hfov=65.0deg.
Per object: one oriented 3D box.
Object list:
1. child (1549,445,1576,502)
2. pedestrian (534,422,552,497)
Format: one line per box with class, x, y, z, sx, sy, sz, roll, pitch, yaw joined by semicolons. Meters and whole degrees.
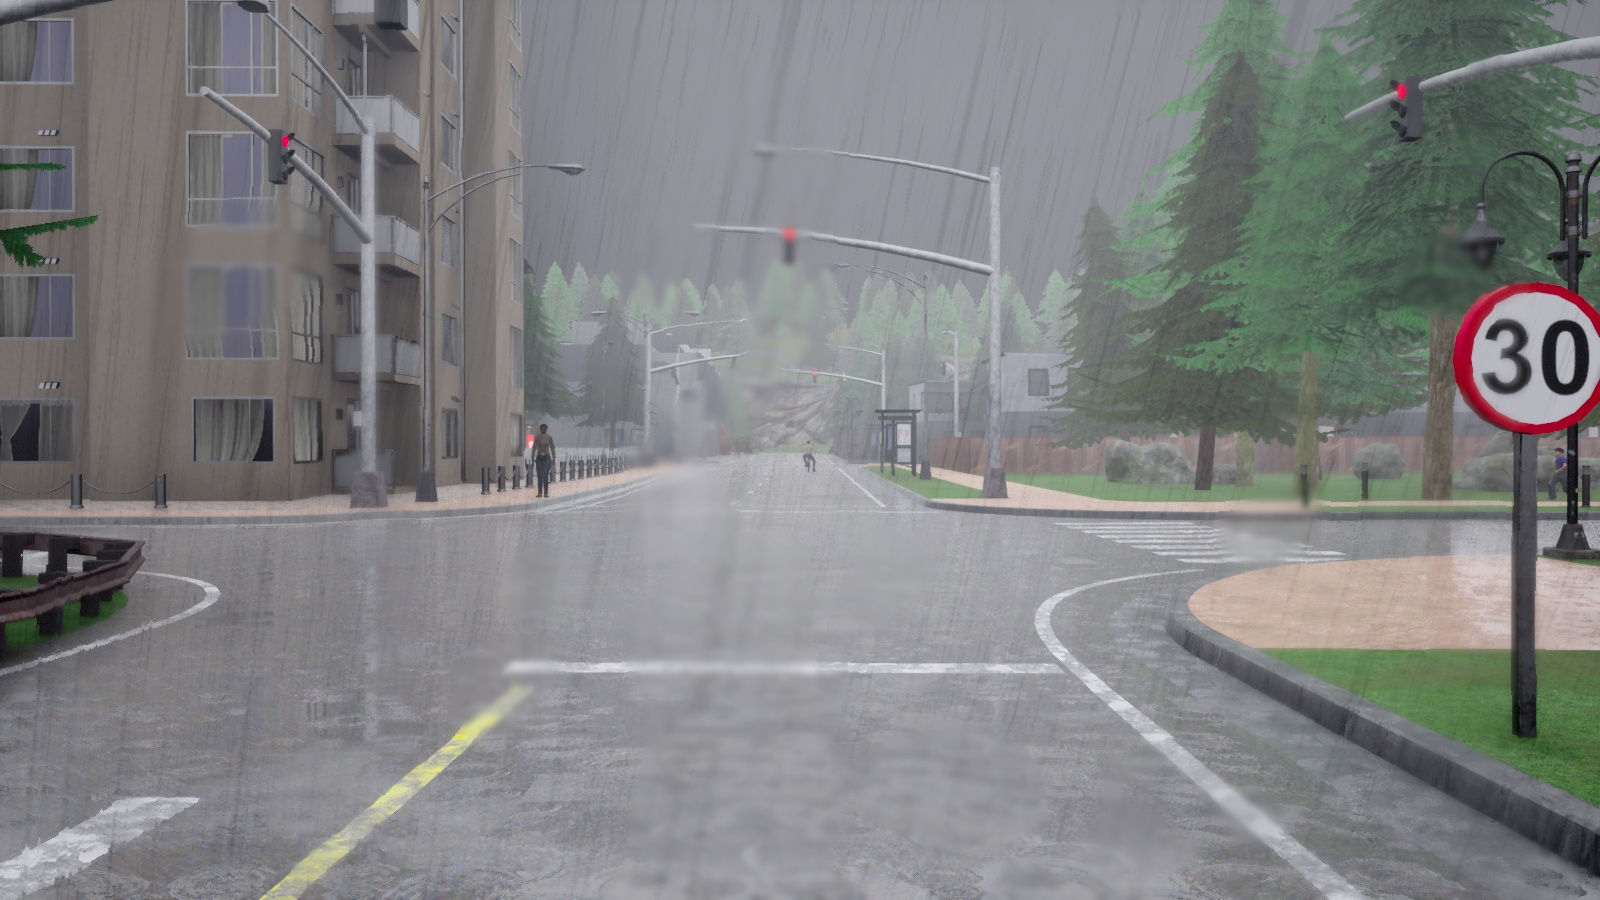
child;16.961;0.523;27.938;0.437;1.263;0.270;0;0;-1
pedestrian;-6.340;0.227;30.944;0.328;1.805;0.869;0;0;-5
